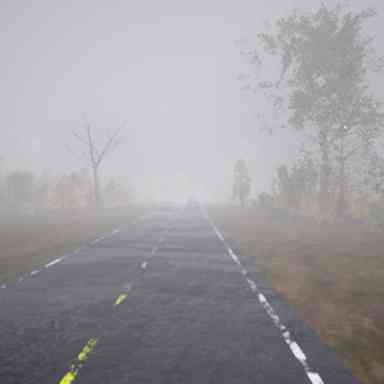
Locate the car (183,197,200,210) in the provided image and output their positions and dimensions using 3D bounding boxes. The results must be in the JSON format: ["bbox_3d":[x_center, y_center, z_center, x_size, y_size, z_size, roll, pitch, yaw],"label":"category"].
[{"bbox_3d":[0.081,1.778,45.619,1.994,1.385,4.181,0,0,0],"label":"car"}]

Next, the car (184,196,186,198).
[{"bbox_3d":[0.071,1.647,63.200,2.097,1.767,4.553,0,0,0],"label":"car"}]

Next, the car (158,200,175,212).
[{"bbox_3d":[-3.105,1.742,41.431,2.033,1.411,5.357,0,0,0],"label":"car"}]
